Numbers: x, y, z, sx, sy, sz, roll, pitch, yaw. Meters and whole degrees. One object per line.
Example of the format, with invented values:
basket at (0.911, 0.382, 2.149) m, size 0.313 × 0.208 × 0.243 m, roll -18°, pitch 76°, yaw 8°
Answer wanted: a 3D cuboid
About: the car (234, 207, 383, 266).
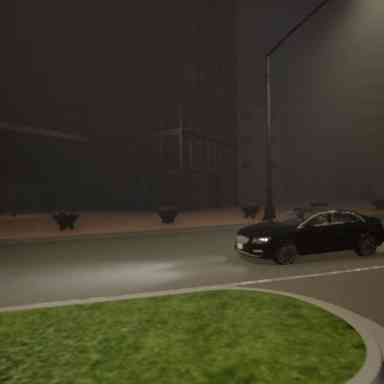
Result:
car at (3.736, 1.263, 10.538) m, size 4.902 × 1.511 × 2.128 m, roll -1°, pitch 1°, yaw -18°
